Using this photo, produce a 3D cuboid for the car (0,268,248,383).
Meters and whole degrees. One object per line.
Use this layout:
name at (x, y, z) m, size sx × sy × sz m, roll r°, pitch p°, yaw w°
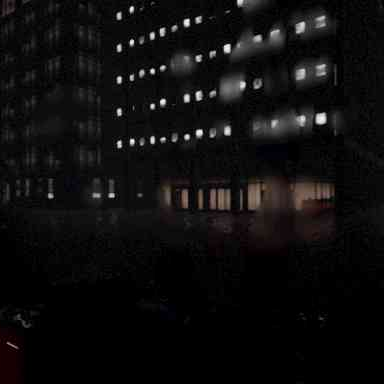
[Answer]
car at (-1.414, 1.589, 3.882) m, size 4.206 × 1.307 × 1.802 m, roll 0°, pitch 0°, yaw 35°
